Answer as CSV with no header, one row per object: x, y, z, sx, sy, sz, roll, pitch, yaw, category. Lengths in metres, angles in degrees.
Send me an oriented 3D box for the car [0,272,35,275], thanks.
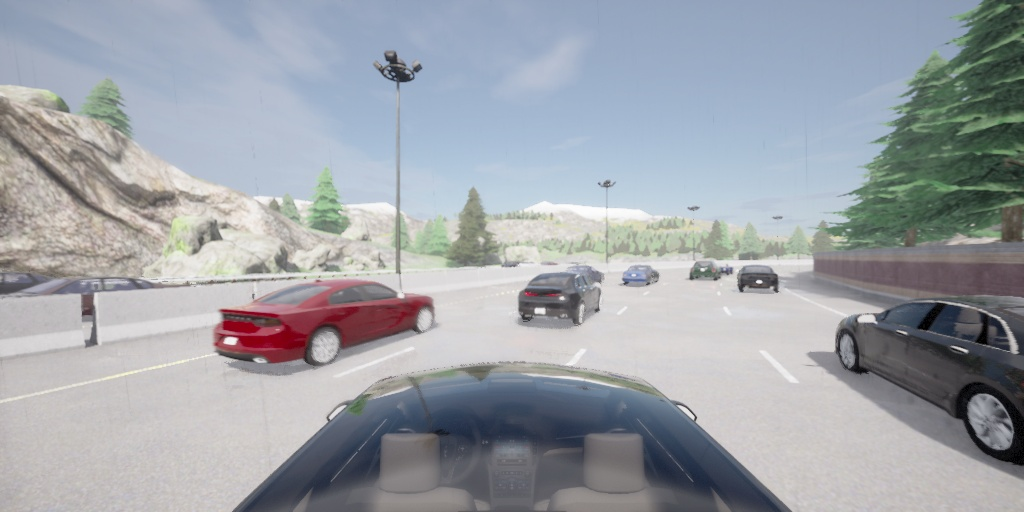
-23.408,1.413,16.135,2.033,1.411,5.357,0,0,22,car

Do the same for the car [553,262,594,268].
5.142,1.389,26.082,2.033,1.411,5.357,0,0,30,car

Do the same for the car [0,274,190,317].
-13.893,1.372,11.703,2.033,1.411,5.357,0,0,22,car

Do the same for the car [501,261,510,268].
0.240,1.505,56.105,1.837,1.490,4.892,0,-1,39,car

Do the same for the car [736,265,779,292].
14.904,1.279,21.875,1.882,1.535,5.008,0,0,31,car

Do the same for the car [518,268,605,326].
1.790,1.293,12.099,1.837,1.490,4.892,0,-1,25,car

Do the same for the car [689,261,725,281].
17.029,1.189,31.471,2.097,1.767,4.553,0,0,35,car

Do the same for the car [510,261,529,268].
2.267,1.489,53.023,1.812,1.442,4.674,0,-1,38,car

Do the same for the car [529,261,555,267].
4.874,1.473,50.677,1.812,1.442,4.674,0,-1,38,car

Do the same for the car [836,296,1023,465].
6.082,1.254,4.498,1.837,1.490,4.892,0,0,22,car

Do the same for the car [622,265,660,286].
9.701,1.382,26.789,2.033,1.411,5.357,0,0,32,car

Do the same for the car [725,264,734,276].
23.103,1.459,39.510,1.895,1.301,4.718,0,0,39,car

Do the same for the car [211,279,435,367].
-3.729,1.264,8.228,1.882,1.535,5.008,0,0,22,car
